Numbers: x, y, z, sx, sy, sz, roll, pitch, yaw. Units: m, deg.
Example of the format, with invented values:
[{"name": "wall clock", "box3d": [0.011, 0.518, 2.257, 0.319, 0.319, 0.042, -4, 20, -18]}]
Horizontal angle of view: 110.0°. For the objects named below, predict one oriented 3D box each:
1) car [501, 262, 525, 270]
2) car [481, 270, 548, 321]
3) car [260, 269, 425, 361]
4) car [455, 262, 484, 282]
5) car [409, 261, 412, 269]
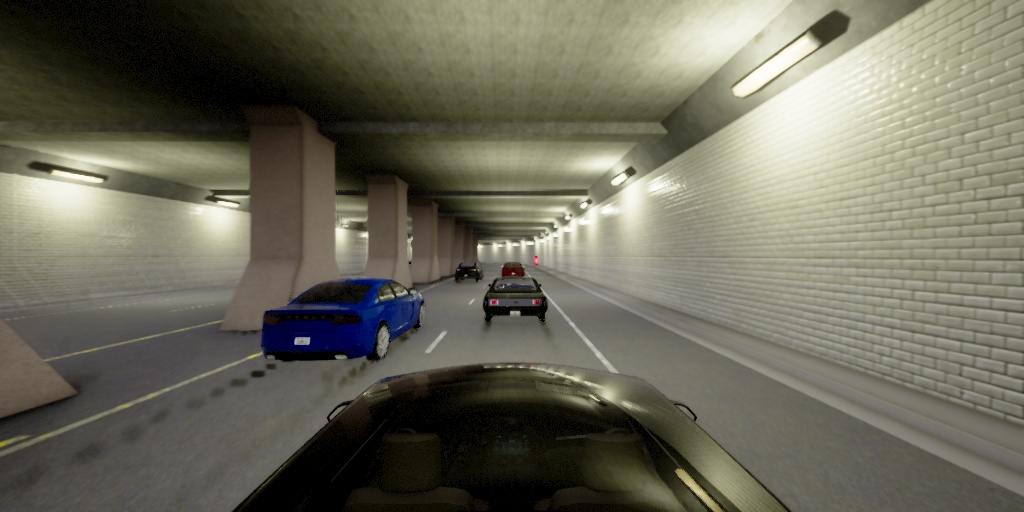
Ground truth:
[{"name": "car", "box3d": [0.100, 1.225, 30.496, 1.882, 1.535, 5.008, 0, 0, 0]}, {"name": "car", "box3d": [0.100, 1.350, 12.423, 1.895, 1.301, 4.718, 0, 0, 0]}, {"name": "car", "box3d": [-3.400, 1.227, 8.287, 1.882, 1.535, 5.008, 0, 0, 0]}, {"name": "car", "box3d": [-3.398, 1.239, 28.877, 2.128, 1.511, 4.902, 0, 0, 0]}, {"name": "car", "box3d": [-10.588, 1.253, 39.268, 1.837, 1.490, 4.892, 0, 0, 0]}]
